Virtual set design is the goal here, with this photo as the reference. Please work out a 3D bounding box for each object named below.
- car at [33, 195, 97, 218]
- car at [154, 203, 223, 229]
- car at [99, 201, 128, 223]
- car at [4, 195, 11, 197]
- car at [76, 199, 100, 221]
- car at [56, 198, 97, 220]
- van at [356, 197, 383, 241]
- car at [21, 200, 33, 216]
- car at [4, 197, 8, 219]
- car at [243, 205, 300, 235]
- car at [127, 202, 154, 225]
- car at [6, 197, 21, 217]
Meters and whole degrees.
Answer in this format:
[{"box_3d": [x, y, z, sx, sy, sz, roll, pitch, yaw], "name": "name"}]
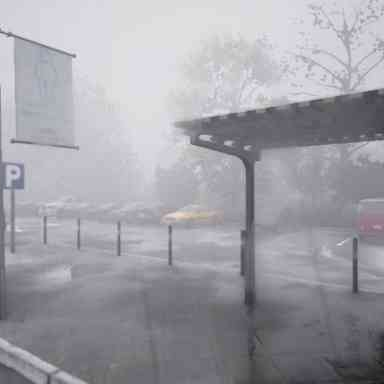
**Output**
[{"box_3d": [-11.086, 1.324, 30.615, 2.435, 2.045, 5.566, 0, 0, 36], "name": "car"}, {"box_3d": [0.114, 1.529, 22.417, 1.946, 1.575, 5.366, 0, 0, 36], "name": "car"}, {"box_3d": [-4.290, 1.550, 25.801, 2.231, 1.521, 4.892, 0, 0, 36], "name": "car"}, {"box_3d": [-24.638, 1.335, 40.302, 2.435, 2.045, 5.566, 0, 0, 36], "name": "car"}, {"box_3d": [-6.549, 1.558, 27.414, 2.097, 1.535, 5.008, 0, 0, 36], "name": "car"}, {"box_3d": [-8.807, 1.567, 29.028, 2.097, 1.535, 5.008, 0, 0, 36], "name": "car"}, {"box_3d": [9.321, 1.272, 16.207, 1.878, 1.987, 4.442, 0, 0, 36], "name": "van"}, {"box_3d": [-13.329, 1.585, 32.246, 2.231, 1.521, 4.892, 0, 0, 36], "name": "car"}, {"box_3d": [-17.738, 1.591, 35.632, 1.946, 1.575, 5.366, 0, 0, 36], "name": "car"}, {"box_3d": [4.722, 1.544, 19.316, 2.163, 1.488, 4.792, 0, 0, 36], "name": "car"}, {"box_3d": [-2.019, 1.570, 24.205, 2.163, 1.488, 4.792, 0, 0, 36], "name": "car"}, {"box_3d": [-15.589, 1.590, 33.862, 2.097, 1.535, 5.008, 0, 0, 36], "name": "car"}]
